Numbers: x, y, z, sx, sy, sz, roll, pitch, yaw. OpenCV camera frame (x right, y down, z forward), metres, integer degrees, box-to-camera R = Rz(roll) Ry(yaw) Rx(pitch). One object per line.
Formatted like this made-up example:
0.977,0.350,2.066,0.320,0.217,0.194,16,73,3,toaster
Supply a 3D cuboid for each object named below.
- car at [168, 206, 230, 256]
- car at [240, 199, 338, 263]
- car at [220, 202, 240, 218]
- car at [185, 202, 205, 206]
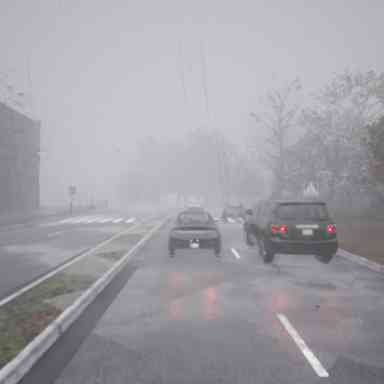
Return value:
0.090,1.528,13.207,2.128,1.511,4.902,0,0,0,car
3.341,1.256,12.288,2.150,2.045,5.566,0,0,0,car
3.474,1.568,28.364,2.128,1.511,4.902,0,0,2,car
0.263,1.608,29.464,1.812,1.442,4.674,0,0,2,car
